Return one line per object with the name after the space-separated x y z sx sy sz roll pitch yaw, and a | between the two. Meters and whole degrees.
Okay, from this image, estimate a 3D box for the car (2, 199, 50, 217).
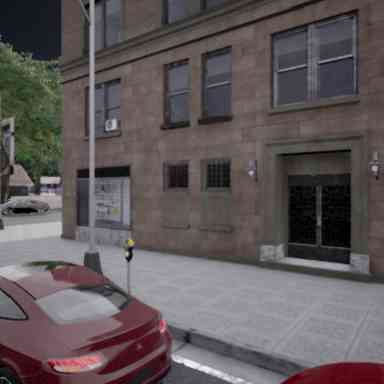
-15.191 1.366 29.531 2.128 1.511 4.902 0 0 36 | car

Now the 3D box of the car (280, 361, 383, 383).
2.337 1.546 1.142 4.507 1.381 1.887 0 0 36 | car

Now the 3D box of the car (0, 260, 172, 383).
-2.155 1.578 4.346 4.206 1.307 1.802 0 0 36 | car
